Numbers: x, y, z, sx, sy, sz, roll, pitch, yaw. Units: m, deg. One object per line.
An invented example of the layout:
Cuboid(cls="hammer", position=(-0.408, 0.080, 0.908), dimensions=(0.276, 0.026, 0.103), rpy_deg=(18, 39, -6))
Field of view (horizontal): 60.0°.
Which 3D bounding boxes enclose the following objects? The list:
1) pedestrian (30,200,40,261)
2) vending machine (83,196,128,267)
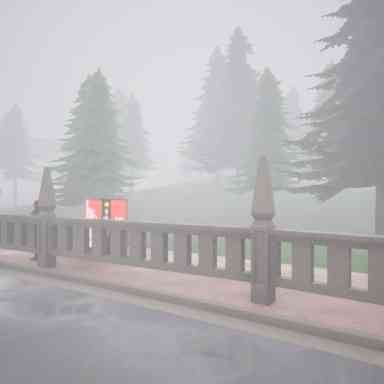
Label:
Cuboid(cls="pedestrian", position=(-4.721, 1.142, 10.118), dimensions=(0.375, 1.860, 0.375), rpy_deg=(0, 0, 30))
Cuboid(cls="vending machine", position=(-2.763, 1.195, 10.700), dimensions=(0.880, 2.100, 1.100), rpy_deg=(0, 0, 30))
